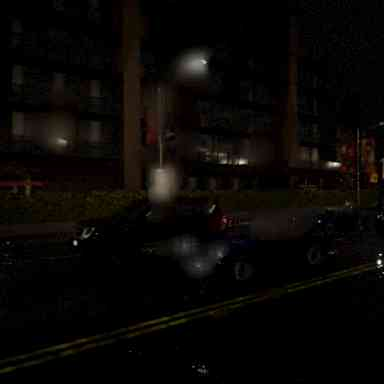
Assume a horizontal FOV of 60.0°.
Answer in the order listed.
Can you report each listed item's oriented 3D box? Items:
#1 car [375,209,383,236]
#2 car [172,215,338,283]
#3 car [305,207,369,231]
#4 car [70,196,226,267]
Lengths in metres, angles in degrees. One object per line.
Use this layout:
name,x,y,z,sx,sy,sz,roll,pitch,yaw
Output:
car,11.247,1.102,16.356,5.566,2.045,2.150,0,0,-36
car,1.987,1.555,9.713,4.718,1.301,1.895,0,0,-36
car,7.494,1.494,17.968,4.718,1.301,1.895,0,0,-36
car,-1.274,1.187,11.683,5.566,2.045,2.150,0,0,-35
